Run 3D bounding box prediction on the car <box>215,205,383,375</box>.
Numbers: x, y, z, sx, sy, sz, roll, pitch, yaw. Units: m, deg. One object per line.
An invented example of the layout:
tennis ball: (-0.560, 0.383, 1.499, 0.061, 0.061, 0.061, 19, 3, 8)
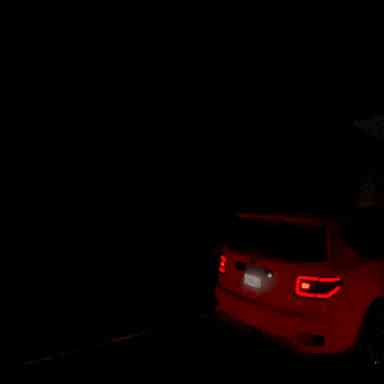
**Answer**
car: (2.957, 1.246, 5.876, 5.566, 2.045, 2.150, 0, 0, -36)
